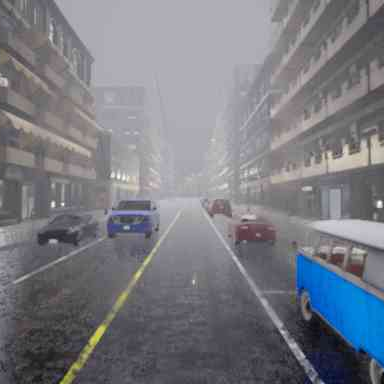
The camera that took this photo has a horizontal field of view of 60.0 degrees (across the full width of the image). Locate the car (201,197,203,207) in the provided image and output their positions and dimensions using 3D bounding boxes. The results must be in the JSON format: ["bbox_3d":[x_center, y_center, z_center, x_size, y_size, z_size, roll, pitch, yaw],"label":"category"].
[{"bbox_3d":[2.698,1.811,49.373,1.752,1.417,4.829,1,0,0],"label":"car"}]

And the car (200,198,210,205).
[{"bbox_3d":[2.696,1.966,71.487,2.008,1.369,4.403,1,0,0],"label":"car"}]

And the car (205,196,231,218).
[{"bbox_3d":[2.702,1.503,32.491,2.192,1.841,5.009,1,0,0],"label":"car"}]

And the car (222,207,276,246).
[{"bbox_3d":[2.700,1.636,15.777,1.887,1.381,4.507,1,0,0],"label":"car"}]

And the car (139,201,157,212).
[{"bbox_3d":[-5.683,1.834,43.671,1.802,1.307,4.206,1,0,0],"label":"car"}]

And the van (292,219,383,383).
[{"bbox_3d":[2.703,1.369,4.637,1.690,1.788,3.998,1,0,0],"label":"van"}]

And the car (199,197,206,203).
[{"bbox_3d":[2.694,2.095,88.201,1.802,1.307,4.206,1,0,0],"label":"car"}]

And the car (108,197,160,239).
[{"bbox_3d":[-3.040,1.328,18.333,2.150,2.045,5.566,0,-1,0],"label":"car"}]

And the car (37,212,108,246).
[{"bbox_3d":[-5.680,1.657,15.816,1.947,1.339,4.313,1,0,0],"label":"car"}]

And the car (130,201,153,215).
[{"bbox_3d":[-5.682,1.765,38.101,1.887,1.381,4.507,1,0,0],"label":"car"}]

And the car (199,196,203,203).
[{"bbox_3d":[2.701,1.632,54.776,2.192,1.841,5.009,1,0,0],"label":"car"}]

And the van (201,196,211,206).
[{"bbox_3d":[2.699,1.723,65.917,1.690,1.788,3.998,1,0,0],"label":"van"}]

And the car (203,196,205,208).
[{"bbox_3d":[2.702,1.535,38.062,2.192,1.841,5.009,1,0,0],"label":"car"}]

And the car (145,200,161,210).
[{"bbox_3d":[-5.683,1.867,49.242,1.802,1.307,4.206,1,0,0],"label":"car"}]

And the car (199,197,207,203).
[{"bbox_3d":[2.695,2.007,82.799,1.752,1.417,4.829,1,0,0],"label":"car"}]

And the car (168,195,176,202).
[{"bbox_3d":[-5.686,2.112,93.811,1.947,1.339,4.313,1,0,0],"label":"car"}]
